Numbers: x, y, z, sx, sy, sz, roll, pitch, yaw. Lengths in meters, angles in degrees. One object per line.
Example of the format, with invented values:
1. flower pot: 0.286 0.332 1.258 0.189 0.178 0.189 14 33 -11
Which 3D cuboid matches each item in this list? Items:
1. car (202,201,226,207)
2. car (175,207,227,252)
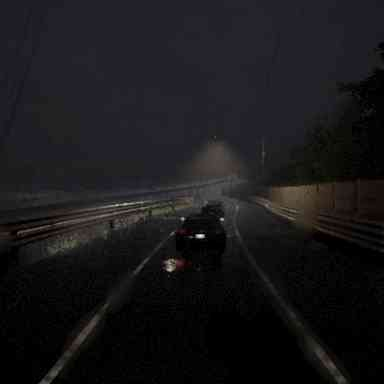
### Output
1. car: 1.878 1.499 28.881 2.128 1.511 4.902 1 0 8
2. car: 0.430 1.571 14.043 1.994 1.385 4.181 0 0 4
